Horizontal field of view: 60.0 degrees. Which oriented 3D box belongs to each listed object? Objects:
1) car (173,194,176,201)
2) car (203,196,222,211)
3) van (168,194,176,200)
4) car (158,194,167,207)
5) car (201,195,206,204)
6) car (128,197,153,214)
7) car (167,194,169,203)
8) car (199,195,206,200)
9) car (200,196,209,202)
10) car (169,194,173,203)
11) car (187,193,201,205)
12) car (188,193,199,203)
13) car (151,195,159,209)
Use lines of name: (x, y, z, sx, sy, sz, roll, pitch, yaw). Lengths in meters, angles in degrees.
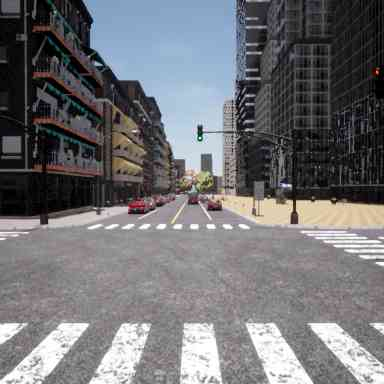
car: (-5.531, 1.332, 86.218, 2.192, 1.841, 5.009, -1, 0, 0)
car: (2.729, 1.545, 41.067, 1.887, 1.381, 4.507, -1, 0, 0)
van: (-5.519, 1.361, 91.866, 1.690, 1.788, 3.998, -1, 0, 0)
car: (-5.599, 1.318, 52.325, 2.192, 1.841, 5.009, -1, 0, 0)
car: (2.775, 1.558, 63.663, 2.008, 1.369, 4.403, -1, 0, 0)
car: (-5.629, 1.544, 35.377, 1.887, 1.381, 4.507, -1, 0, 0)
car: (-5.586, 1.446, 57.973, 1.967, 1.590, 4.097, -1, 0, 0)
car: (2.831, 1.545, 92.078, 1.752, 1.417, 4.829, -1, 0, 0)
car: (2.798, 1.557, 74.961, 1.887, 1.381, 4.507, -1, 0, 0)
car: (-5.561, 1.592, 69.271, 1.802, 1.307, 4.206, -1, 0, 0)
car: (0.221, 1.484, 59.746, 1.882, 1.535, 5.008, 0, 0, 0)
car: (0.256, 1.231, 70.012, 2.150, 2.045, 5.566, 0, 0, 0)
car: (-5.620, 1.441, 41.026, 1.967, 1.590, 4.097, -1, 0, 0)
